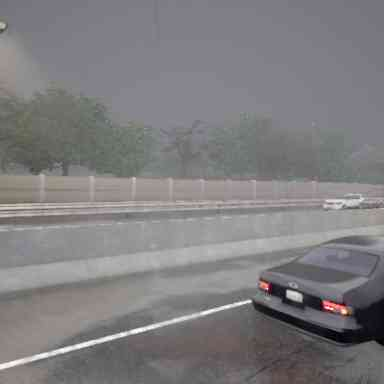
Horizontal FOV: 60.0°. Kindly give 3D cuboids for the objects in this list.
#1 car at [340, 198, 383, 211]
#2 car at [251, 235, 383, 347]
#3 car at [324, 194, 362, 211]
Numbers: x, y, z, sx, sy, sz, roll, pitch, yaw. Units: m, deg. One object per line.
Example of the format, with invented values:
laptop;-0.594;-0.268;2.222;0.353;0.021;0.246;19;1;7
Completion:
car;17.273;1.608;33.354;4.718;1.301;1.895;0;0;-35
car;3.531;1.552;6.271;5.357;1.411;2.033;0;0;-35
car;17.257;1.229;37.609;5.566;2.045;2.150;0;0;-35
